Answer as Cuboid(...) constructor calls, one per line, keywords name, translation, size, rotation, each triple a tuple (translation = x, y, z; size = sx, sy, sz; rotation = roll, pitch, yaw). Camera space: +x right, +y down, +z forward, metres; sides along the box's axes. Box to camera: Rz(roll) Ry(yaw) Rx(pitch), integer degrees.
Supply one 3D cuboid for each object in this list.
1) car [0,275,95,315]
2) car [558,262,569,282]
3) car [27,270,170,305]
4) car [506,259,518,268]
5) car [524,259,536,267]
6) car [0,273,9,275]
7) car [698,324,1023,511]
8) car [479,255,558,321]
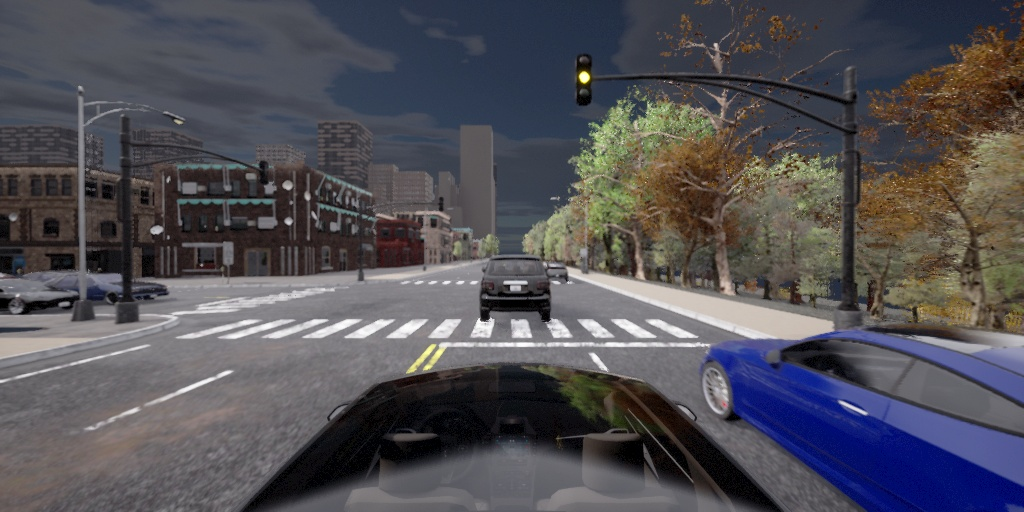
Cuboid(name="car", translation=(-19.948, 1.567, 14.247), size=(4.313, 1.339, 1.948), rotation=(0, 0, 0))
Cuboid(name="car", translation=(3.349, 1.241, 28.818), size=(2.128, 1.511, 4.902), rotation=(0, 0, 0))
Cuboid(name="car", translation=(-19.579, 1.518, 16.952), size=(5.357, 1.411, 2.033), rotation=(-1, 1, 0))
Cuboid(name="car", translation=(-0.004, 1.292, 64.251), size=(2.033, 1.411, 5.357), rotation=(0, 0, 0))
Cuboid(name="car", translation=(3.245, 1.308, 64.669), size=(1.994, 1.385, 4.181), rotation=(0, 0, 0))
Cuboid(name="car", translation=(-25.885, 1.558, 20.177), size=(5.357, 1.411, 2.033), rotation=(-1, 1, 0))
Cuboid(name="car", translation=(3.347, 1.276, 2.851), size=(1.812, 1.442, 4.674), rotation=(0, 0, 2))
Cuboid(name="car", translation=(0.099, 0.973, 12.560), size=(2.150, 2.045, 5.566), rotation=(0, 0, 0))
